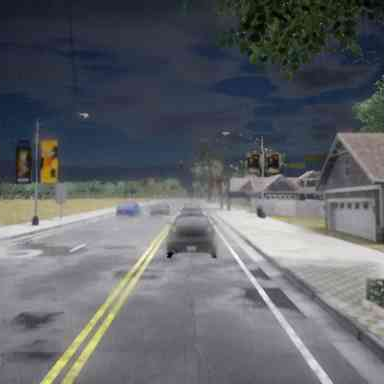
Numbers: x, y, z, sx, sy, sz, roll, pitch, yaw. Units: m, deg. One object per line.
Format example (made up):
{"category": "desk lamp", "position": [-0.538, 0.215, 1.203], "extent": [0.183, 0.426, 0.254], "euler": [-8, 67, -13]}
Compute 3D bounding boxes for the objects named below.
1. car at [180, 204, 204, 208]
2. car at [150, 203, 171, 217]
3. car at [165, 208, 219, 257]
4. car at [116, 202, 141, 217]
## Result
{"category": "car", "position": [-0.003, 1.737, 28.516], "extent": [2.128, 1.511, 4.902], "euler": [0, 0, 0]}
{"category": "car", "position": [-3.299, 1.862, 35.579], "extent": [1.994, 1.385, 4.181], "euler": [0, -1, 1]}
{"category": "car", "position": [0.010, 1.635, 13.509], "extent": [1.837, 1.490, 4.892], "euler": [0, 0, 0]}
{"category": "car", "position": [-6.557, 1.769, 34.827], "extent": [1.882, 1.535, 5.008], "euler": [0, -1, 0]}
